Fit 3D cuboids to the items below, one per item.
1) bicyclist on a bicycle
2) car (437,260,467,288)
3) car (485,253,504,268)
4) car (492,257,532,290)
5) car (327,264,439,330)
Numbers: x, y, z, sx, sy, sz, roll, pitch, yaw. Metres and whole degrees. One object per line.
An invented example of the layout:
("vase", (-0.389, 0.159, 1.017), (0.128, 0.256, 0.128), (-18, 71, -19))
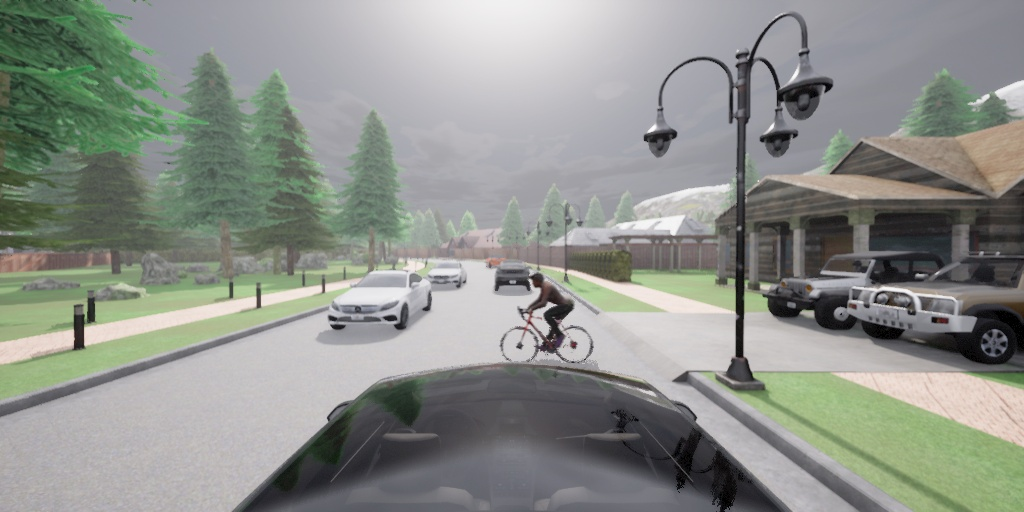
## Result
("bicyclist on a bicycle", (0.613, 1.120, 6.343), (1.656, 1.620, 0.582), (-1, 1, 0))
("car", (-3.725, 0.994, 21.003), (1.812, 1.442, 4.674), (0, 1, -1))
("car", (-1.949, 0.505, 42.717), (2.097, 1.767, 4.553), (0, 1, -12))
("car", (0.029, 0.988, 19.981), (1.837, 1.490, 4.892), (0, 1, 0))
("car", (-3.646, 1.143, 10.754), (1.812, 1.442, 4.674), (0, 1, 0))
